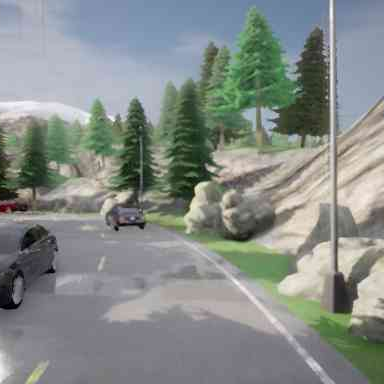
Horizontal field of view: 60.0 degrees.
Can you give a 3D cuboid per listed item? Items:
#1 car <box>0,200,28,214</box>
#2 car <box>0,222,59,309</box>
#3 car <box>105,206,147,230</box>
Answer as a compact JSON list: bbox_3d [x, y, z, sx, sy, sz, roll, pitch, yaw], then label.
[{"bbox_3d":[-20.567,1.619,36.931,5.008,1.535,1.882,0,0,22],"label":"car"},{"bbox_3d":[-4.528,1.536,7.858,1.837,1.490,4.892,0,0,-9],"label":"car"},{"bbox_3d":[-4.340,1.580,21.386,2.033,1.411,5.357,0,0,-22],"label":"car"}]
